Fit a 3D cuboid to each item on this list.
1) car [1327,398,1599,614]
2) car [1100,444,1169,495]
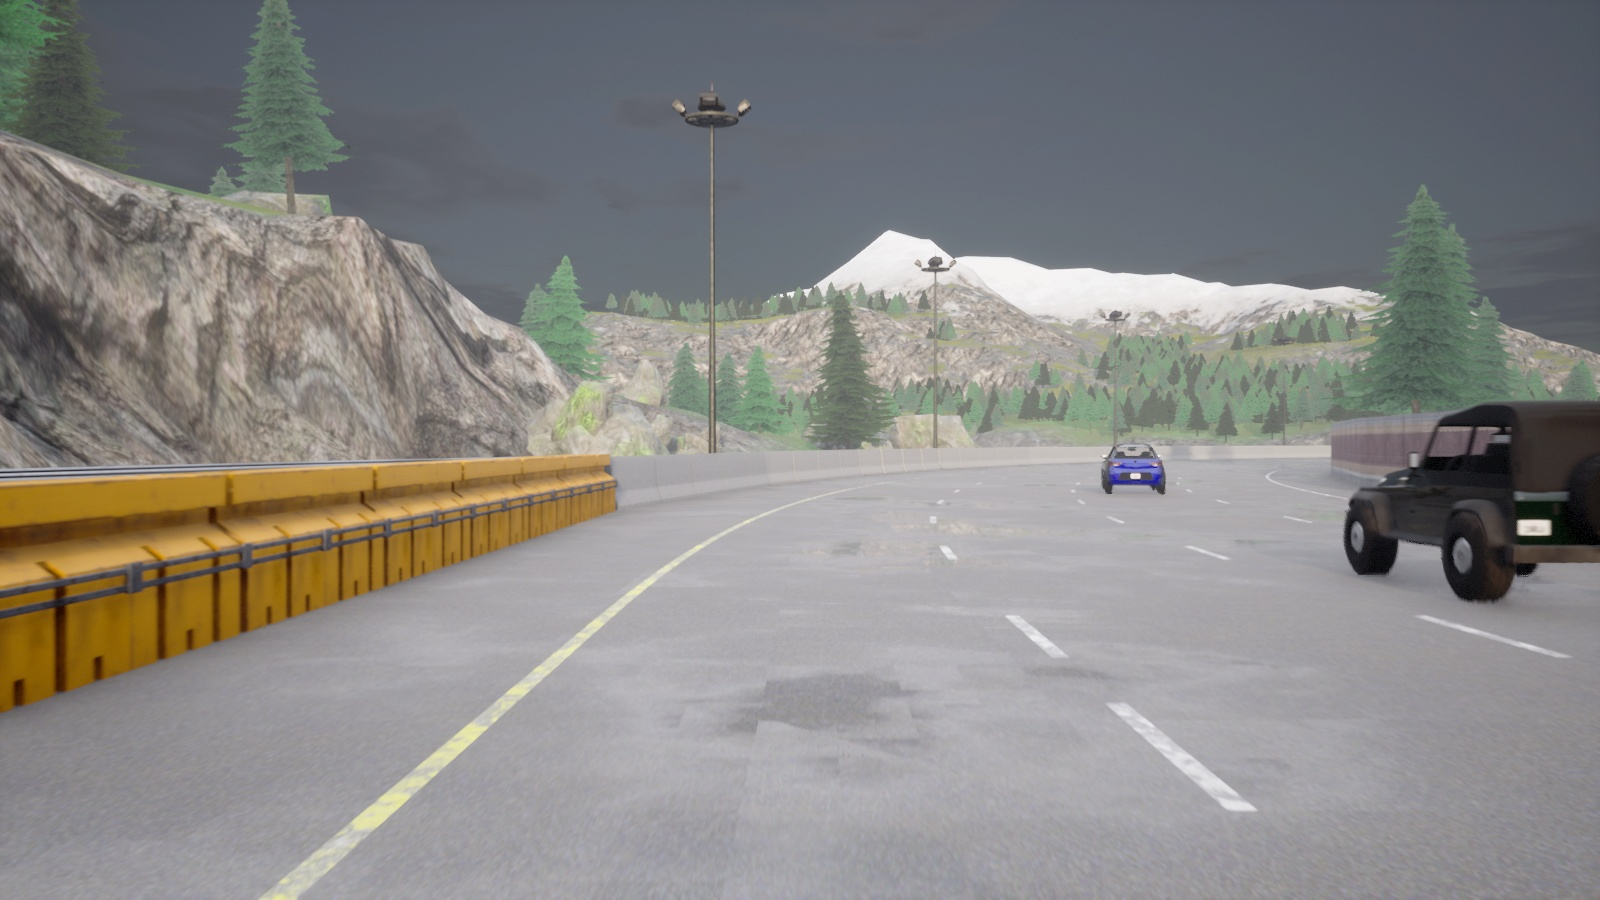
[{"bbox_3d":[7.127,0.476,12.851,1.905,1.878,3.866,0,0,1],"label":"car"},{"bbox_3d":[10.147,0.552,38.313,1.816,1.474,4.193,0,0,12],"label":"car"}]
